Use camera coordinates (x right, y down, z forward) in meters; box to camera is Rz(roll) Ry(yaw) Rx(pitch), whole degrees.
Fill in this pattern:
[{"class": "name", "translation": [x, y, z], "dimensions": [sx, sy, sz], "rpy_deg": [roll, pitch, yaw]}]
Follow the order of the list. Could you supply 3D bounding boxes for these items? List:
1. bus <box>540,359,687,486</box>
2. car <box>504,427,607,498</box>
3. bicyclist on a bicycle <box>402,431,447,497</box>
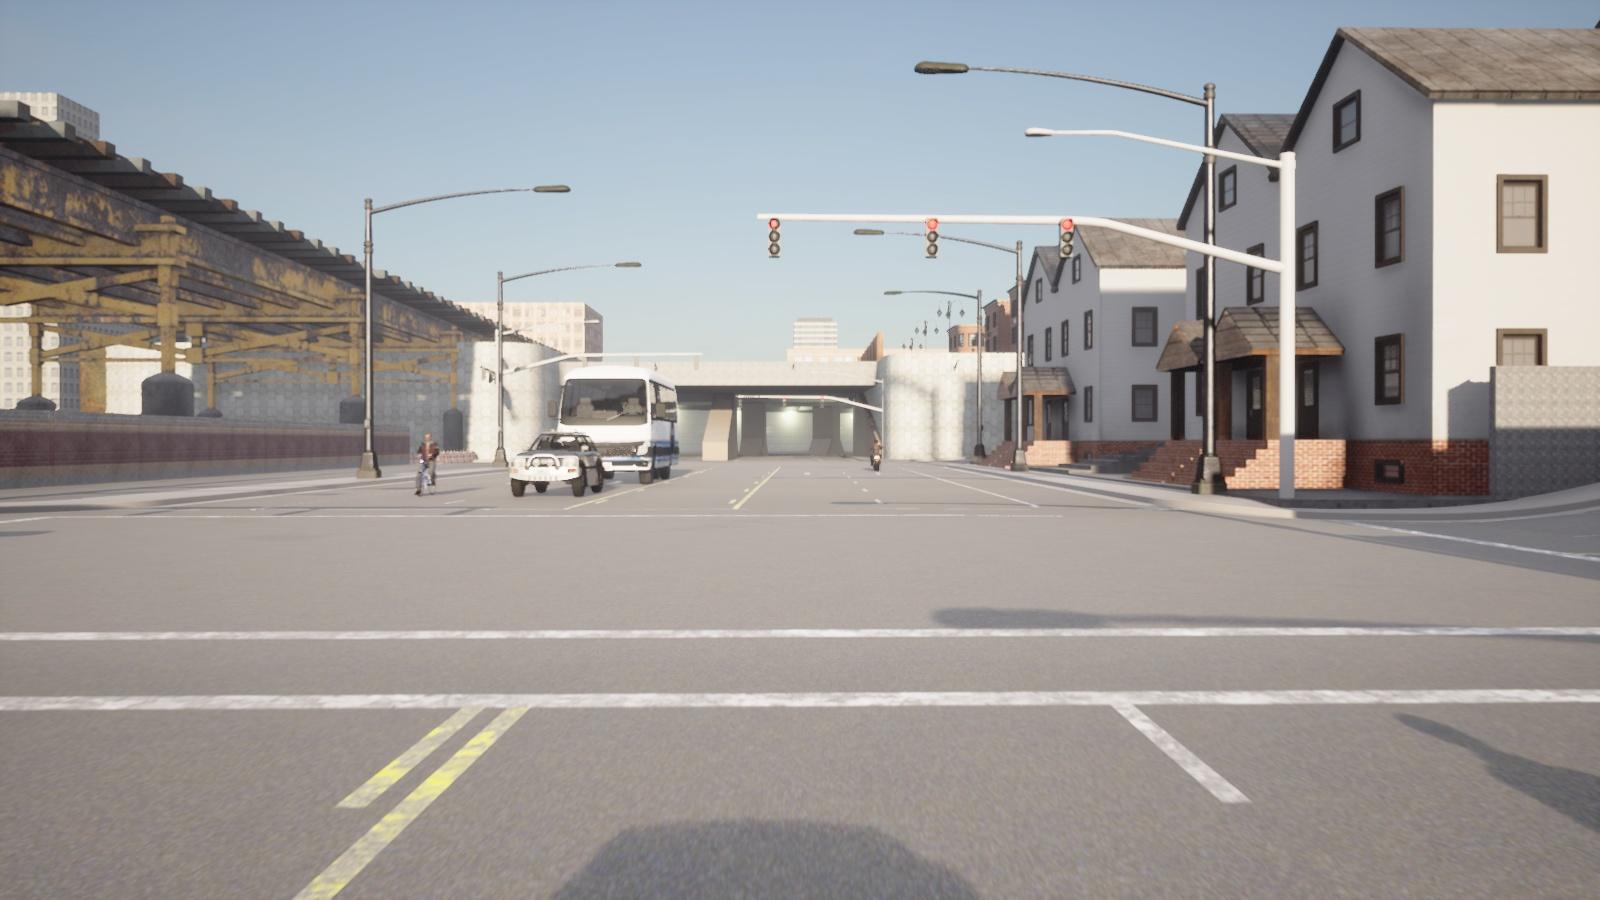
[{"class": "bus", "translation": [-6.708, -0.961, 47.218], "dimensions": [3.944, 4.253, 10.273], "rpy_deg": [0, 0, 0]}, {"class": "car", "translation": [-6.775, 0.315, 35.286], "dimensions": [1.932, 1.855, 4.605], "rpy_deg": [0, 0, 1]}, {"class": "bicyclist on a bicycle", "translation": [-10.284, 0.371, 34.463], "dimensions": [0.659, 1.776, 1.843], "rpy_deg": [0, 0, 0]}]
